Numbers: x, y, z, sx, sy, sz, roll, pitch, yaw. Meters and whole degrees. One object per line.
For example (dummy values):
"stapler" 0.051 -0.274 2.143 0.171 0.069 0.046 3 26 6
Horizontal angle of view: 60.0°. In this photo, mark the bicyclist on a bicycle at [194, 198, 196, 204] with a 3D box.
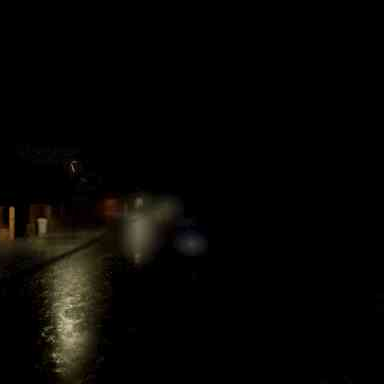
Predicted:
"bicyclist on a bicycle" 0.751 2.453 86.996 0.582 1.620 1.656 0 -1 0

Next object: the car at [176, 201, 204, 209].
"car" 0.016 1.795 28.564 2.128 1.511 4.902 0 0 0

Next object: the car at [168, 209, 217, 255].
"car" 0.021 1.671 13.956 1.812 1.442 4.674 0 0 0

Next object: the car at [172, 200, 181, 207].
"car" -2.781 2.217 64.621 2.128 1.511 4.902 0 -1 1
